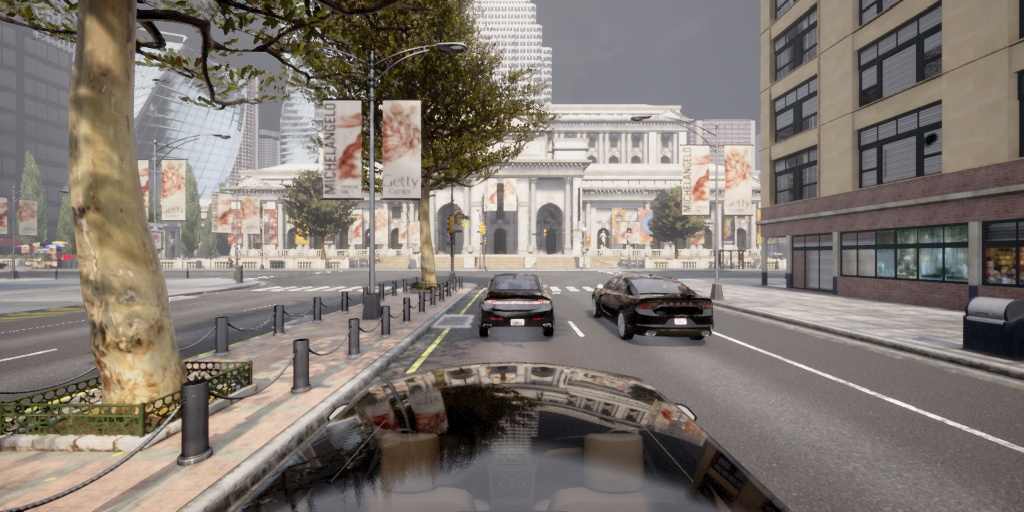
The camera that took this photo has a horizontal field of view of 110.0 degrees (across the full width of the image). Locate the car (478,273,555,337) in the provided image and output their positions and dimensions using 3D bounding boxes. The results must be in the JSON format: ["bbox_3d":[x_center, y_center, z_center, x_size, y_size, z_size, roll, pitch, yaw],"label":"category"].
[{"bbox_3d":[0.080,1.241,10.286,2.128,1.511,4.902,0,0,-1],"label":"car"}]

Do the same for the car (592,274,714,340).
[{"bbox_3d":[3.564,1.228,10.019,1.882,1.535,5.008,0,0,0],"label":"car"}]
